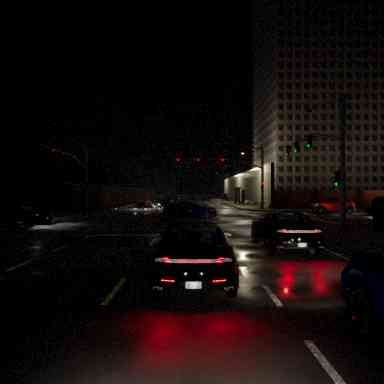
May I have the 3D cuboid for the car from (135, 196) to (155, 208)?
[{"bbox_3d":[-7.163,1.478,49.282,1.882,1.535,5.008,0,0,0],"label":"car"}]

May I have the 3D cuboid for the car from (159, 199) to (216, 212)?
[{"bbox_3d":[-0.241,1.555,28.514,4.674,1.442,1.812,0,0,0],"label":"car"}]

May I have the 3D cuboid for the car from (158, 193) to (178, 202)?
[{"bbox_3d":[-3.661,1.352,51.398,2.097,1.767,4.553,0,0,0],"label":"car"}]

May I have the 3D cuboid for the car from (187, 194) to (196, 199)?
[{"bbox_3d":[-0.115,1.347,78.781,2.097,1.767,4.553,0,0,0],"label":"car"}]

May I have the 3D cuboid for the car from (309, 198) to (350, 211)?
[{"bbox_3d":[14.981,1.407,35.769,4.553,1.767,2.097,0,0,0],"label":"car"}]

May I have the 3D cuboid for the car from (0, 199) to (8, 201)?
[{"bbox_3d":[-16.400,1.408,28.455,4.553,1.767,2.097,0,0,0],"label":"car"}]

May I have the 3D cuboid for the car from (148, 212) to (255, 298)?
[{"bbox_3d":[0.044,1.492,8.510,2.128,1.511,4.902,0,0,0],"label":"car"}]

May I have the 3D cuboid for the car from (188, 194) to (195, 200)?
[{"bbox_3d":[-0.130,1.328,89.033,1.837,1.490,4.892,0,0,0],"label":"car"}]

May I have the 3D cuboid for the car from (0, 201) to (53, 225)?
[{"bbox_3d":[-12.275,1.569,23.899,4.674,1.442,1.812,-1,0,18],"label":"car"}]

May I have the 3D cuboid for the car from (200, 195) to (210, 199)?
[{"bbox_3d":[3.385,1.524,78.828,1.812,1.442,4.674,0,0,0],"label":"car"}]

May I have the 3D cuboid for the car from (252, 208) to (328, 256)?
[{"bbox_3d":[3.562,1.492,13.128,2.128,1.511,4.902,0,0,0],"label":"car"}]

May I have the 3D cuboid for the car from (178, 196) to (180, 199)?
[{"bbox_3d":[-3.651,1.221,60.987,2.150,2.045,5.566,0,0,0],"label":"car"}]

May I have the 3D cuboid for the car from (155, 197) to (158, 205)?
[{"bbox_3d":[-7.166,1.478,58.604,1.882,1.535,5.008,0,0,0],"label":"car"}]

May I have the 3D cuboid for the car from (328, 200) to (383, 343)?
[{"bbox_3d":[3.595,1.221,3.283,2.150,2.045,5.566,0,0,0],"label":"car"}]

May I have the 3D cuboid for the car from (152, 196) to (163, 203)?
[{"bbox_3d":[-7.101,1.601,68.767,1.895,1.301,4.718,0,0,0],"label":"car"}]

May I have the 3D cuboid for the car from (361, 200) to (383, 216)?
[{"bbox_3d":[19.366,1.533,32.284,5.008,1.535,1.882,0,0,0],"label":"car"}]

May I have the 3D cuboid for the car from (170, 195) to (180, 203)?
[{"bbox_3d":[-3.604,1.478,71.135,1.882,1.535,5.008,0,0,0],"label":"car"}]

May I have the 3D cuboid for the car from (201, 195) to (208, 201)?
[{"bbox_3d":[3.370,1.500,89.134,1.837,1.490,4.892,0,0,0],"label":"car"}]
